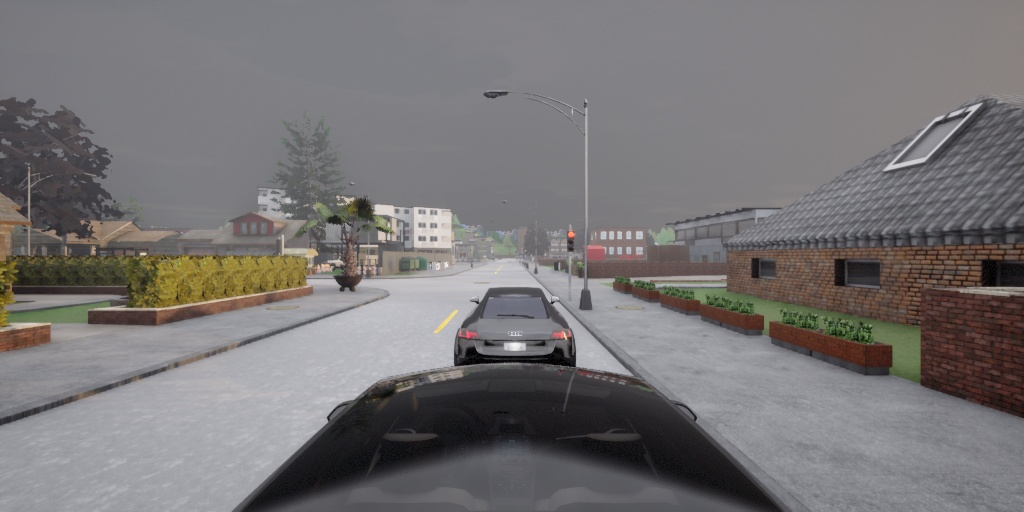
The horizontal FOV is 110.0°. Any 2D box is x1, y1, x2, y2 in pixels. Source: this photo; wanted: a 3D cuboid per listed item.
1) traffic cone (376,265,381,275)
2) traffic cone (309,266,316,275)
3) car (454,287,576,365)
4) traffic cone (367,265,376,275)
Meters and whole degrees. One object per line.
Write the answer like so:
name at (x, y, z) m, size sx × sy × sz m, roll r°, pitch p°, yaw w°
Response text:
traffic cone at (-15.391, 1.558, 40.712) m, size 0.344 × 0.586 × 0.344 m, roll 0°, pitch 0°, yaw 0°
traffic cone at (-19.799, 1.568, 35.259) m, size 0.344 × 0.586 × 0.344 m, roll 0°, pitch 0°, yaw 0°
car at (0.059, 1.314, 7.326) m, size 1.994 × 1.385 × 4.181 m, roll 0°, pitch 0°, yaw 0°
traffic cone at (-15.752, 1.561, 40.143) m, size 0.344 × 0.586 × 0.344 m, roll 0°, pitch 0°, yaw 0°
